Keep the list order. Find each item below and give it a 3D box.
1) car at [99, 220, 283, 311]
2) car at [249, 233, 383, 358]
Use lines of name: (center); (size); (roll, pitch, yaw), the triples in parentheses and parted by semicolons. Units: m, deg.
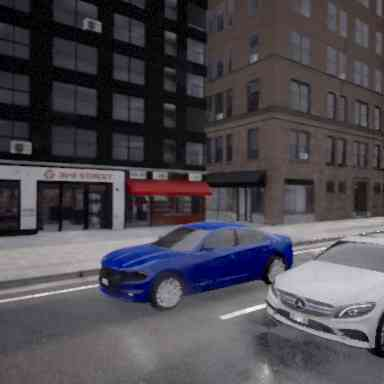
car: (0.336, 1.479, 7.933); (5.008, 1.535, 1.882); (0, 0, -36)
car: (3.418, 1.547, 6.156); (4.674, 1.442, 1.812); (0, 0, -36)
